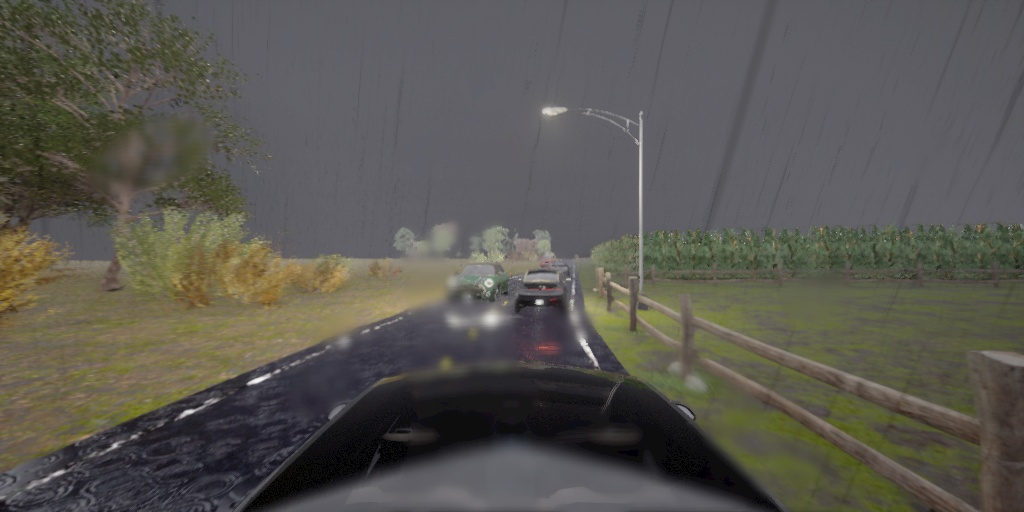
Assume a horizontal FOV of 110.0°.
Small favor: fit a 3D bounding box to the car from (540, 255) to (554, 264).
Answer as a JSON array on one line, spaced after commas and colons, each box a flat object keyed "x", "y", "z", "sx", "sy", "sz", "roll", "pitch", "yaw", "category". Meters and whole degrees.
[{"x": 5.876, "y": 0.919, "z": 58.708, "sx": 2.150, "sy": 2.045, "sz": 5.566, "roll": 0, "pitch": 0, "yaw": 10, "category": "car"}]

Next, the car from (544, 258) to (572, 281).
[{"x": 4.466, "y": 1.224, "z": 33.597, "sx": 2.128, "sy": 1.511, "sz": 4.902, "roll": 0, "pitch": 0, "yaw": 10, "category": "car"}]

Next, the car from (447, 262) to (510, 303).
[{"x": -1.416, "y": 1.094, "z": 16.658, "sx": 2.097, "sy": 1.767, "sz": 4.553, "roll": 0, "pitch": 0, "yaw": 9, "category": "car"}]

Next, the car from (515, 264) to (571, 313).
[{"x": 1.248, "y": 1.257, "z": 14.095, "sx": 1.837, "sy": 1.490, "sz": 4.892, "roll": 0, "pitch": 0, "yaw": 8, "category": "car"}]
